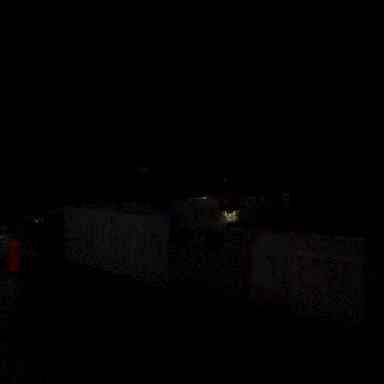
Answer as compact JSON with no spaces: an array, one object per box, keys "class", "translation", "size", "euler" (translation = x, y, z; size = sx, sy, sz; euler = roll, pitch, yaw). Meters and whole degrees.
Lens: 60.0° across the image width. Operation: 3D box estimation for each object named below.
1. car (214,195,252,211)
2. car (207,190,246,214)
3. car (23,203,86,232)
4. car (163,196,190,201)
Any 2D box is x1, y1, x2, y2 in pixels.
[{"class":"car","translation":[4.614,1.195,36.459],"size":[1.882,1.535,5.008],"euler":[-3,-1,37]},{"class":"car","translation":[3.378,0.899,29.826],"size":[2.150,2.045,5.566],"euler":[-3,-1,36]},{"class":"car","translation":[-7.490,1.446,19.972],"size":[1.882,1.535,5.008],"euler":[-3,-1,36]},{"class":"car","translation":[-1.570,1.195,28.052],"size":[2.097,1.767,4.553],"euler":[-3,-1,34]}]
